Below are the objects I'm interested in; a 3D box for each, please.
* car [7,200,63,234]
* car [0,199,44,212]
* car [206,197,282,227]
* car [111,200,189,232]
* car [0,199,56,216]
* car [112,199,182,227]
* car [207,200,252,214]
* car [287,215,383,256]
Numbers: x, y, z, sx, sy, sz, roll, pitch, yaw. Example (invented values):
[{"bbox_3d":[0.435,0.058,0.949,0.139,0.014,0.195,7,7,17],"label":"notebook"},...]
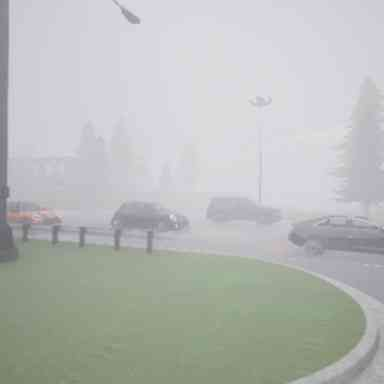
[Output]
[{"bbox_3d":[-9.651,1.327,19.043,4.553,1.767,2.097,0,0,23],"label":"car"},{"bbox_3d":[-20.111,1.545,39.164,4.718,1.301,1.895,1,0,18],"label":"car"},{"bbox_3d":[3.798,1.386,24.776,5.566,2.045,2.150,0,0,23],"label":"car"},{"bbox_3d":[-2.451,1.415,19.811,4.553,1.767,2.097,1,0,23],"label":"car"},{"bbox_3d":[-16.413,1.507,33.280,5.357,1.411,2.033,1,0,23],"label":"car"},{"bbox_3d":[-3.207,1.426,23.925,4.553,1.767,2.097,1,0,23],"label":"car"},{"bbox_3d":[4.463,1.748,39.593,4.892,1.490,1.837,1,1,-22],"label":"car"},{"bbox_3d":[6.107,1.622,12.409,4.902,1.511,2.128,1,0,23],"label":"car"}]
